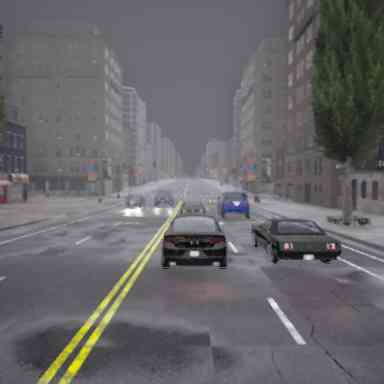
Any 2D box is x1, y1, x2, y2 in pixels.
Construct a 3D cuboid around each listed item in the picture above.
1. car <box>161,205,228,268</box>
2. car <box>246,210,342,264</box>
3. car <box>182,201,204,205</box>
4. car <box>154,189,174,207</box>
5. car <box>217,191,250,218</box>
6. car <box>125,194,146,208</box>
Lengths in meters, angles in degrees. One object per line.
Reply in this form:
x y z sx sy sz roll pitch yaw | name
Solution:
0.078 1.434 11.156 1.882 1.535 5.008 0 1 0 | car
3.331 1.553 11.679 1.895 1.301 4.718 0 0 0 | car
0.077 1.354 26.813 1.895 1.301 4.718 0 1 0 | car
-3.348 0.659 40.774 2.150 2.045 5.566 0 1 0 | car
3.333 0.964 27.334 2.150 2.045 5.566 0 1 0 | car
-6.598 0.970 39.161 2.128 1.511 4.902 0 1 0 | car
